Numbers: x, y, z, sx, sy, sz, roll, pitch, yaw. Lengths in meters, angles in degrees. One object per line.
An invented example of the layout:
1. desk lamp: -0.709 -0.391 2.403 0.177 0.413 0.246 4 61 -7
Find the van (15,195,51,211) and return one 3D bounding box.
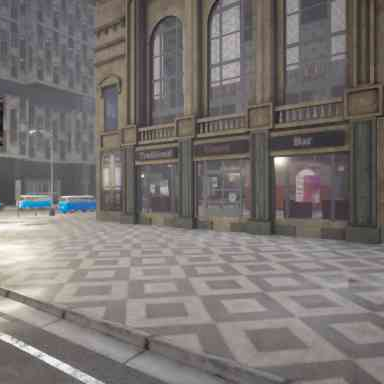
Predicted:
1. van: -18.537 1.292 39.092 1.690 1.788 3.998 0 0 36

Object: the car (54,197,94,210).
1. car: -15.364 1.466 43.521 1.752 1.417 4.829 0 0 36

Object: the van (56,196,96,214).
1. van: -11.606 1.282 34.129 1.690 1.788 3.998 0 0 36

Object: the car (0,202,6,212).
1. car: -21.809 1.513 34.525 2.008 1.369 4.403 0 0 36
